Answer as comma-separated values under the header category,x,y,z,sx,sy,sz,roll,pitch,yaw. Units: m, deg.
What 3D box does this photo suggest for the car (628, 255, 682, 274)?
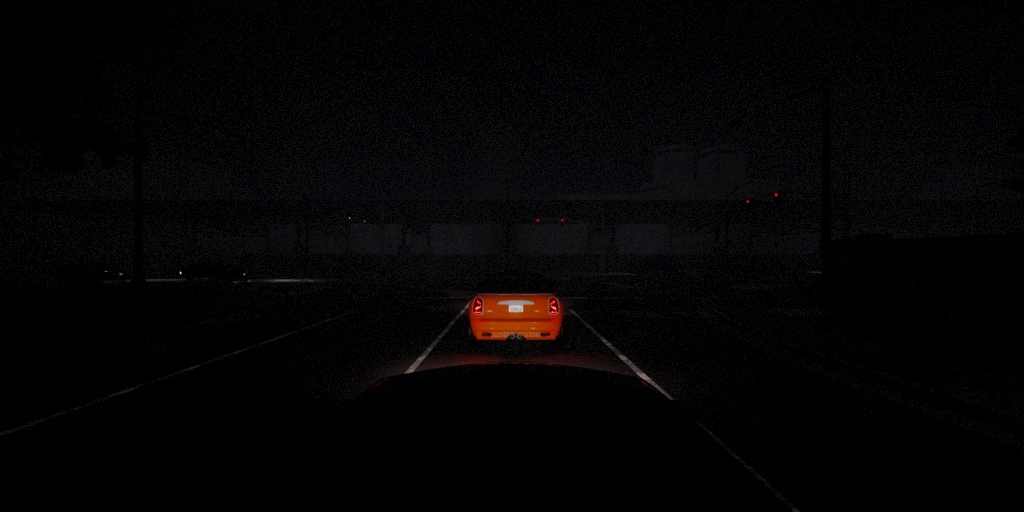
category,x,y,z,sx,sy,sz,roll,pitch,yaw
car,15.614,0.908,39.225,5.566,2.045,2.150,0,0,1

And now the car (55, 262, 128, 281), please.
category,x,y,z,sx,sy,sz,roll,pitch,yaw
car,-34.882,1.241,29.843,4.902,1.511,2.128,0,0,2

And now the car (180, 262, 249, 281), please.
category,x,y,z,sx,sy,sz,roll,pitch,yaw
car,-24.460,1.241,29.537,4.902,1.511,2.128,0,0,1

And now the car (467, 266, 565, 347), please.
category,x,y,z,sx,sy,sz,roll,pitch,yaw
car,0.081,1.103,9.502,2.097,1.767,4.553,0,0,0

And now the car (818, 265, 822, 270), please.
category,x,y,z,sx,sy,sz,roll,pitch,yaw
car,36.392,1.000,38.699,5.357,1.411,2.033,-1,0,2
